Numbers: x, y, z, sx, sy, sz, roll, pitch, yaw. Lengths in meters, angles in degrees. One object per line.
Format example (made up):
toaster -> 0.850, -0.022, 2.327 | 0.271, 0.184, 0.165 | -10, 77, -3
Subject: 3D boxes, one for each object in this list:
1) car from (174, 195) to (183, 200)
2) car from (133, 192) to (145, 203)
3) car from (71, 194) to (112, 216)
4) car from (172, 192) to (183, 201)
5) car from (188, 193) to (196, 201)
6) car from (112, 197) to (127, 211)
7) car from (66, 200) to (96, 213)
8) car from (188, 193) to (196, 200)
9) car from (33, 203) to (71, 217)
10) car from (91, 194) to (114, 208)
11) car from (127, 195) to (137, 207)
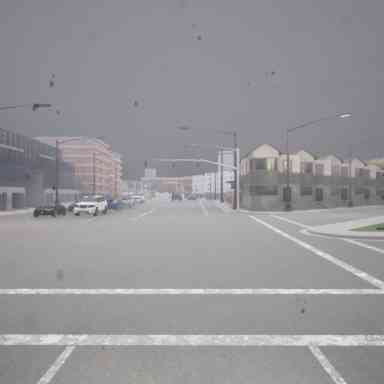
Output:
car -> -3.566, 1.477, 87.771 | 2.128, 1.511, 4.902 | 0, -2, 0
car -> -10.587, 1.125, 64.855 | 2.150, 2.045, 5.566 | 0, 1, 0
car -> -10.625, 1.418, 35.315 | 2.150, 2.045, 5.566 | 0, 0, 1
car -> -3.557, 1.050, 77.078 | 2.150, 2.045, 5.566 | 0, 0, 0
car -> -0.058, 1.419, 77.792 | 1.895, 1.301, 4.718 | 0, -1, 0
car -> -10.631, 1.675, 45.052 | 1.882, 1.535, 5.008 | 0, 0, 0
car -> -14.131, 1.762, 42.543 | 2.033, 1.411, 5.357 | 0, 0, 0
car -> -0.066, 1.138, 87.751 | 2.097, 1.767, 4.553 | 0, -2, 0
car -> -14.125, 1.751, 33.308 | 1.994, 1.385, 4.181 | 0, 0, 0
car -> -14.131, 1.341, 52.724 | 2.150, 2.045, 5.566 | 0, 1, 0
car -> -10.631, 1.624, 54.136 | 1.812, 1.442, 4.674 | 0, 1, 0
